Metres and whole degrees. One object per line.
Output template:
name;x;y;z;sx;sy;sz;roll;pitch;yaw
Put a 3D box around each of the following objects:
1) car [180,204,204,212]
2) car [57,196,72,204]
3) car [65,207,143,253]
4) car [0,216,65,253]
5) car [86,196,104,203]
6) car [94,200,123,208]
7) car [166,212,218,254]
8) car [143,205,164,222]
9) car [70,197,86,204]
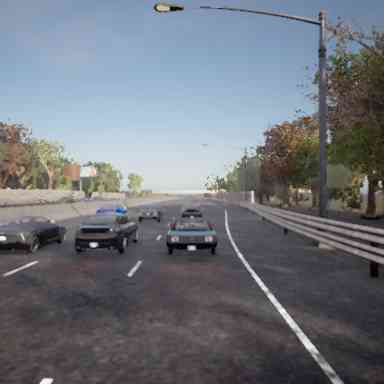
car;0.001;1.794;29.293;1.837;1.490;4.892;0;0;0
car;-28.009;1.994;73.883;2.150;2.045;5.566;0;-1;0
car;-3.498;1.644;14.296;1.837;1.490;4.892;0;0;0
car;-7.003;1.701;14.289;1.994;1.385;4.181;0;-1;0
car;-21.010;1.995;73.883;2.150;2.045;5.566;0;-1;0
car;-6.998;1.766;29.481;1.882;1.535;5.008;0;0;0
car;0.000;1.736;14.107;1.895;1.301;4.718;0;-1;0
car;-3.503;1.831;28.984;2.033;1.411;5.357;0;-1;0
car;-24.510;2.295;73.909;2.128;1.511;4.902;0;-1;0
